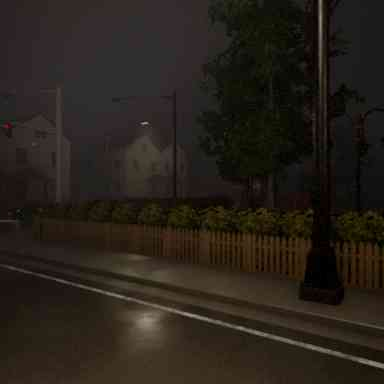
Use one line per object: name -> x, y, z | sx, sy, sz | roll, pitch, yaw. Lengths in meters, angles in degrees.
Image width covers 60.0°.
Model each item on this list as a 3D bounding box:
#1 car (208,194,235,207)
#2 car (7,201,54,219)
car -> 4.255, 1.239, 48.839 | 2.150, 2.045, 5.566 | 0, 0, 35
car -> -13.726, 1.545, 29.388 | 1.812, 1.442, 4.674 | 0, 0, 35
